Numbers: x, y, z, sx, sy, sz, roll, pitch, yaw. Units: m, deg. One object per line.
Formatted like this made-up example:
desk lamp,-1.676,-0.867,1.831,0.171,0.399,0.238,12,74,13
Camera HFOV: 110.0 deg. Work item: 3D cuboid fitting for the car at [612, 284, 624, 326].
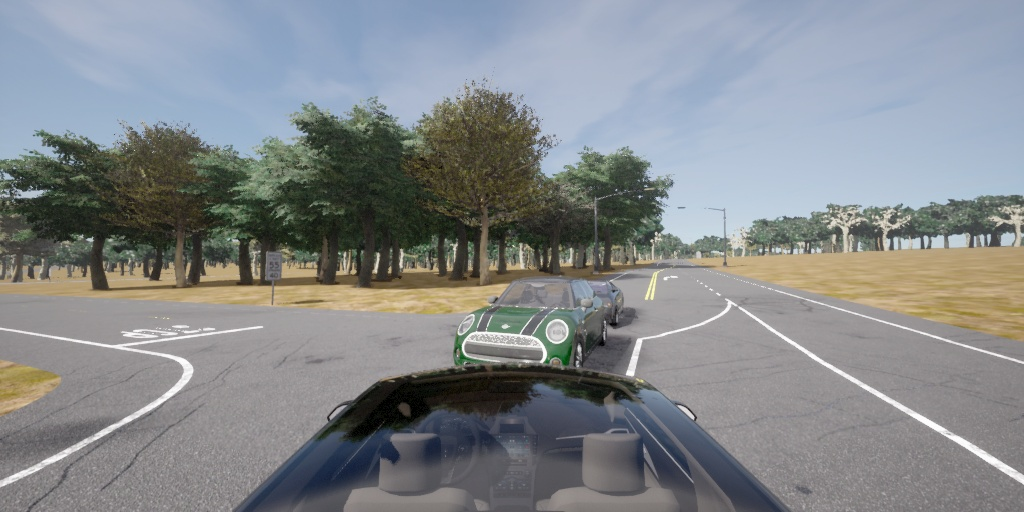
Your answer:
car,2.884,1.555,12.941,1.994,1.385,4.181,-2,0,22

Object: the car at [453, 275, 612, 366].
car,0.668,1.223,7.505,2.097,1.767,4.553,-1,-2,22
